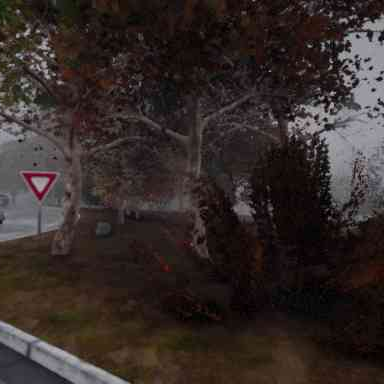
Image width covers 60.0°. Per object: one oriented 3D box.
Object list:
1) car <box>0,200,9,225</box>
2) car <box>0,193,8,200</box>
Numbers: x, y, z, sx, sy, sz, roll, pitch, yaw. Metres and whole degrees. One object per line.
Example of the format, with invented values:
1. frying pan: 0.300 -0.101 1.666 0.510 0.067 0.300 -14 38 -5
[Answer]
1. car: -10.455 1.171 14.433 1.895 1.301 4.718 1 1 10
2. car: -18.554 0.665 29.937 4.902 1.511 2.128 2 1 31
